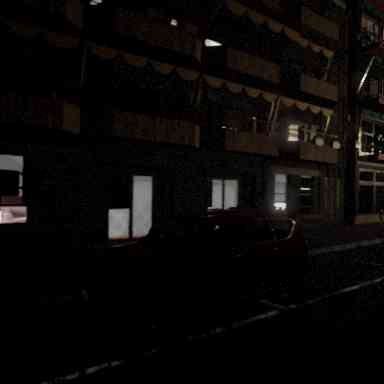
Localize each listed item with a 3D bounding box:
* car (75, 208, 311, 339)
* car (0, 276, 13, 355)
[{"bbox_3d":[0.335,1.315,6.776,5.009,1.841,2.192,0,1,-35],"label":"car"},{"bbox_3d":[-4.295,1.567,3.479,4.313,1.339,1.947,0,1,-35],"label":"car"}]
